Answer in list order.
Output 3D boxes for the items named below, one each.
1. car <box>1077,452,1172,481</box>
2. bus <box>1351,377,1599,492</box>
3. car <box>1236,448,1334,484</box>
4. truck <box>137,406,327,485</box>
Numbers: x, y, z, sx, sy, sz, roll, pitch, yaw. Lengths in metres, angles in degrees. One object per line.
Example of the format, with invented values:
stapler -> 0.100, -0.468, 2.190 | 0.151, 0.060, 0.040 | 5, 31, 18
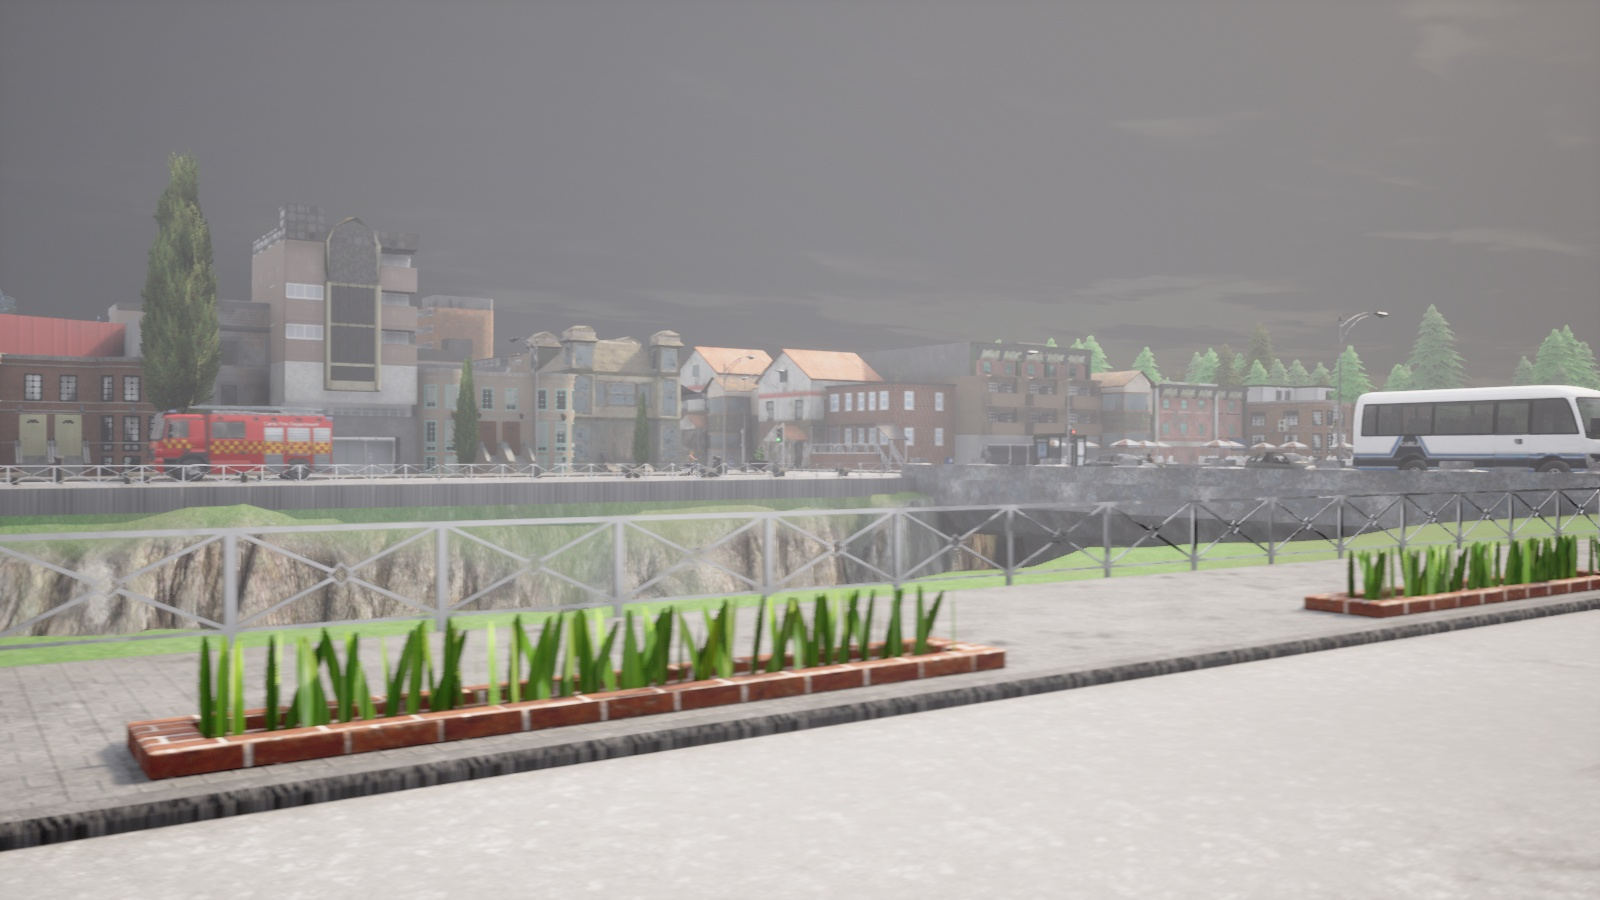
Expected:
car -> 17.336, 0.878, 67.379 | 1.837, 1.490, 4.892 | 0, 0, -36
bus -> 28.506, -0.566, 51.538 | 3.944, 4.253, 10.273 | 0, 0, -33
car -> 22.944, 0.740, 59.470 | 1.851, 1.617, 3.988 | 0, 0, -33
truck -> -28.926, -0.201, 64.203 | 8.468, 3.827, 2.891 | 0, 0, -35
